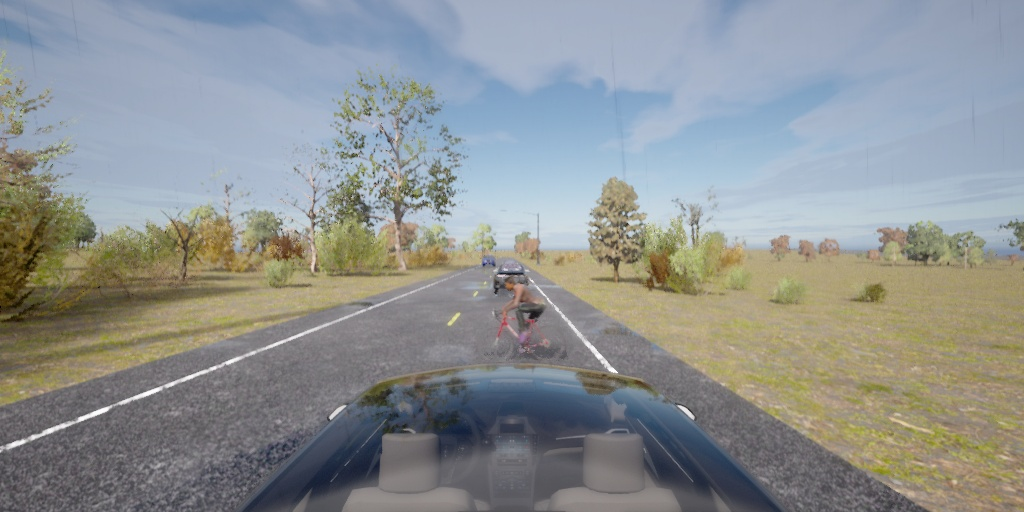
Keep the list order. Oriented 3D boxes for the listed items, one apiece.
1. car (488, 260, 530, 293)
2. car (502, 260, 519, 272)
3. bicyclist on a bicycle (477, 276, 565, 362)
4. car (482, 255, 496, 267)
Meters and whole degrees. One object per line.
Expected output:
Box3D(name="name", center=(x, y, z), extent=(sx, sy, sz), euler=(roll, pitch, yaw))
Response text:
Box3D(name="car", center=(-0.036, 1.197, 20.166), extent=(2.128, 1.511, 4.902), euler=(0, 0, 0))
Box3D(name="car", center=(-0.235, 1.200, 45.385), extent=(2.033, 1.411, 5.357), euler=(0, 0, -1))
Box3D(name="bicyclist on a bicycle", center=(0.156, 1.192, 6.695), extent=(1.656, 1.620, 0.582), euler=(-2, 0, 0))
Box3D(name="car", center=(-3.977, 0.853, 62.147), extent=(2.150, 2.045, 5.566), euler=(0, 0, 0))
